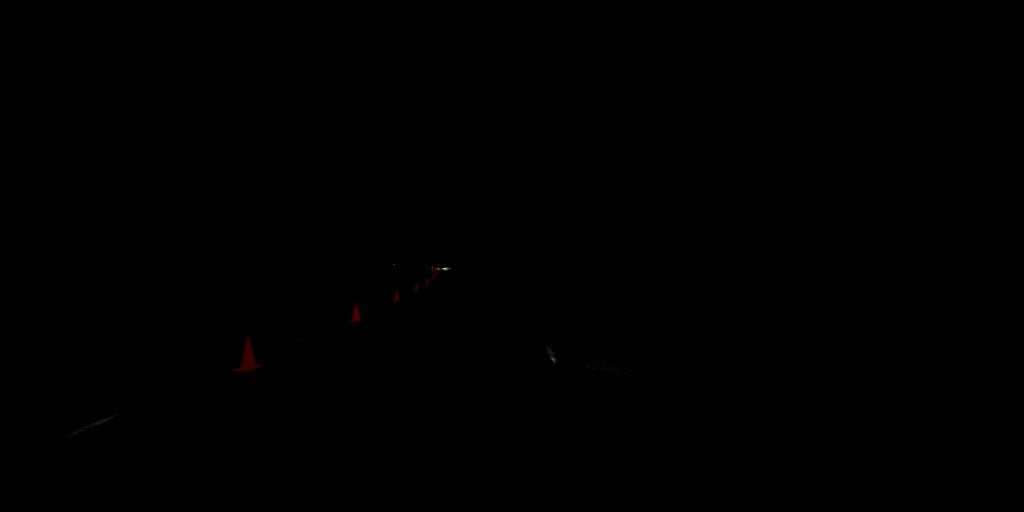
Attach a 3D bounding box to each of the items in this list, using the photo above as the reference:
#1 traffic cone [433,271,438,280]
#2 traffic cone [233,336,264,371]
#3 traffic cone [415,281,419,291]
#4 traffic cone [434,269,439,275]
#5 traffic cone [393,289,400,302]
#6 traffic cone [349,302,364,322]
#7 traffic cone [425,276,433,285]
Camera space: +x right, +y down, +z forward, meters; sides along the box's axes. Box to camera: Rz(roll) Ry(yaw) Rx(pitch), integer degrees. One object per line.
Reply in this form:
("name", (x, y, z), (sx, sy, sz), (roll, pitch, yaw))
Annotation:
("traffic cone", (-6.858, 1.828, 31.209), (0.340, 0.580, 0.340), (0, 0, -8))
("traffic cone", (-4.886, 1.791, 6.654), (0.340, 0.580, 0.340), (0, 0, -1))
("traffic cone", (-5.688, 1.807, 21.419), (0.340, 0.580, 0.340), (0, 0, -5))
("traffic cone", (-7.632, 1.842, 36.078), (0.340, 0.580, 0.340), (0, 0, -10))
("traffic cone", (-5.293, 1.800, 16.505), (0.340, 0.580, 0.340), (0, 0, -4))
("traffic cone", (-5.026, 1.794, 11.582), (0.340, 0.580, 0.340), (0, 0, -2))
("traffic cone", (-6.210, 1.817, 26.322), (0.340, 0.580, 0.340), (0, 0, -7))
